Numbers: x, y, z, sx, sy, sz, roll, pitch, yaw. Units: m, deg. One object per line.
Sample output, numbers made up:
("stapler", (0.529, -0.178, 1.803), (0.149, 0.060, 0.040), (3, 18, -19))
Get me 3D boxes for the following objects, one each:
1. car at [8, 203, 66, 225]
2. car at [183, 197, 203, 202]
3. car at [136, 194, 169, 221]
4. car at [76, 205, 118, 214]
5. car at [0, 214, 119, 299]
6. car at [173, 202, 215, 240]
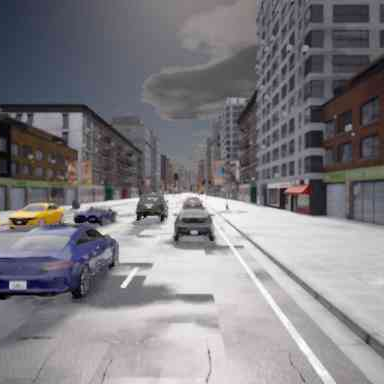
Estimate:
("car", (-9.802, 1.467, 21.413), (1.882, 1.535, 5.008), (0, 0, 0))
("car", (0.085, 1.337, 35.259), (2.097, 1.767, 4.553), (0, 0, 0))
("car", (-3.160, 1.209, 27.198), (2.150, 2.045, 5.566), (0, 0, 0))
("car", (-6.539, 1.590, 22.939), (1.895, 1.301, 4.718), (0, 0, 0))
("car", (-3.150, 1.521, 8.323), (1.812, 1.442, 4.674), (0, 0, 0))
("car", (0.093, 1.496, 16.804), (1.837, 1.490, 4.892), (0, 0, 0))
